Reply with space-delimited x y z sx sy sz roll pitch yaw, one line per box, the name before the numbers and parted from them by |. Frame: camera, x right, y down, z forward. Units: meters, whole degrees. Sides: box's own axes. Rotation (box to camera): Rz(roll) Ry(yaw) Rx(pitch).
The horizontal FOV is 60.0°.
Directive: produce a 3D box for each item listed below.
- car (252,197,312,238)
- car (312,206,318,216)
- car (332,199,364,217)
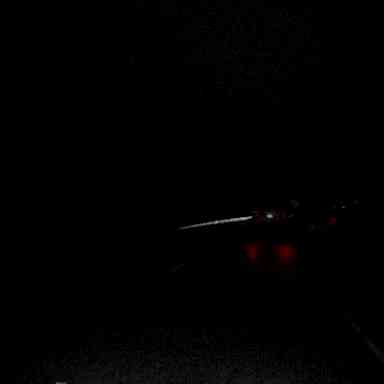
car | 4.997 1.266 18.459 2.150 2.045 5.566 0 0 27
car | 10.598 1.726 32.557 1.895 1.301 4.718 0 -1 40
car | 15.443 1.476 32.765 2.097 1.767 4.553 0 -1 38
